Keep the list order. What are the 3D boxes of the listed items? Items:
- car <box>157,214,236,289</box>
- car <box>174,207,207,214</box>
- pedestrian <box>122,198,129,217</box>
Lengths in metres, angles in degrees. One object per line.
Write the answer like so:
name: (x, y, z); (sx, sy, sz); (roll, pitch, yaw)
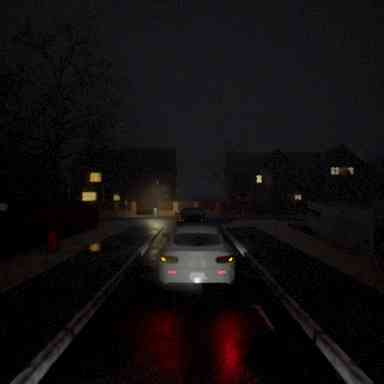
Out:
car: (0.113, 1.575, 9.165); (1.812, 1.442, 4.674); (0, 0, 0)
car: (-0.050, 1.633, 19.852); (1.812, 1.442, 4.674); (0, 0, -3)
pedestrian: (-6.681, 1.536, 33.344); (0.375, 1.860, 0.375); (0, -1, 1)
